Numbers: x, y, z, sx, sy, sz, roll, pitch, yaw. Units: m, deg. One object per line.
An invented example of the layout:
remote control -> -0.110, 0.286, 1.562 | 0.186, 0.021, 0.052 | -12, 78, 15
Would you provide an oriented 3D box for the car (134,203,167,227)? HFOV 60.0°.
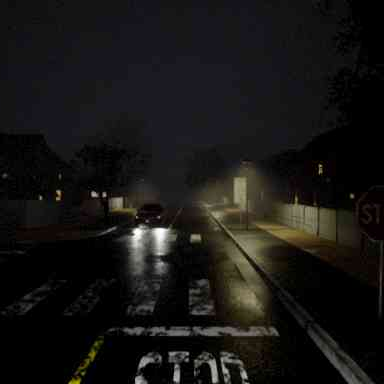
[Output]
car -> -2.784, 1.538, 23.062 | 1.812, 1.442, 4.674 | 0, 0, 0
